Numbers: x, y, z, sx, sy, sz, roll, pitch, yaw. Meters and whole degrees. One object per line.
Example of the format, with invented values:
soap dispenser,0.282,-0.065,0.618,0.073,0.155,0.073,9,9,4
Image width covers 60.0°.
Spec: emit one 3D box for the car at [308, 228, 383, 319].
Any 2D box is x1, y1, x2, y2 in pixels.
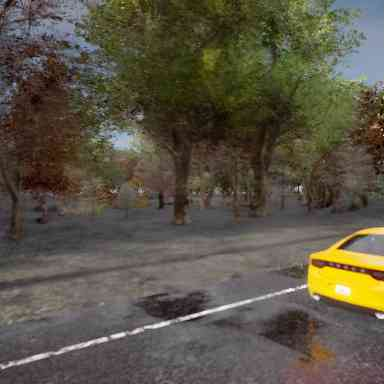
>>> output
car,4.527,1.484,6.976,5.008,1.535,1.882,0,0,-35
